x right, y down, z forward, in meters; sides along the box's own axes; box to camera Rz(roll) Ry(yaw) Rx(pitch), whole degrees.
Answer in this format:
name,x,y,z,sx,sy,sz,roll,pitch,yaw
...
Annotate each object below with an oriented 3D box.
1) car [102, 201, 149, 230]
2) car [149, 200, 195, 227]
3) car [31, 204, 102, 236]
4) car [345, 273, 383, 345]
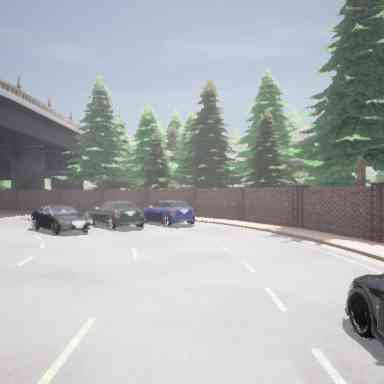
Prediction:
name,x,y,z,sx,sy,sz,roll,pitch,yaw
car,-4.973,1.344,21.240,2.097,1.767,4.553,0,0,-39
car,-1.807,1.341,23.168,2.097,1.767,4.553,0,0,-37
car,-7.370,1.483,18.589,2.128,1.511,4.902,0,0,-44
car,3.587,1.562,3.936,1.994,1.385,4.181,0,0,0
